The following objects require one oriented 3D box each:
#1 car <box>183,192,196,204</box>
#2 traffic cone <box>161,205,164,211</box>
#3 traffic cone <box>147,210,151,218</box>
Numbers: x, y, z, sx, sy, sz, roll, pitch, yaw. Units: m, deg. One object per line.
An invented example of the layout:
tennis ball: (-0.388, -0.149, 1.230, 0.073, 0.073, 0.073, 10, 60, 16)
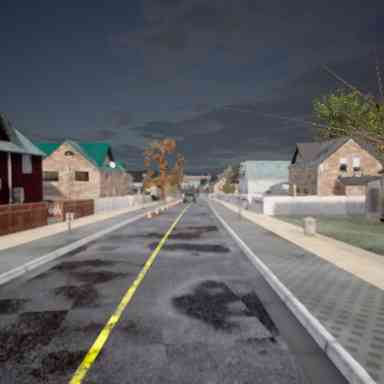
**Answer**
car: (-0.392, 1.080, 62.534, 2.150, 2.045, 5.566, 0, 0, 2)
traffic cone: (-3.344, 1.823, 37.962, 0.340, 0.580, 0.340, 0, 0, 1)
traffic cone: (-3.569, 1.849, 27.936, 0.340, 0.580, 0.340, 0, 0, 1)
